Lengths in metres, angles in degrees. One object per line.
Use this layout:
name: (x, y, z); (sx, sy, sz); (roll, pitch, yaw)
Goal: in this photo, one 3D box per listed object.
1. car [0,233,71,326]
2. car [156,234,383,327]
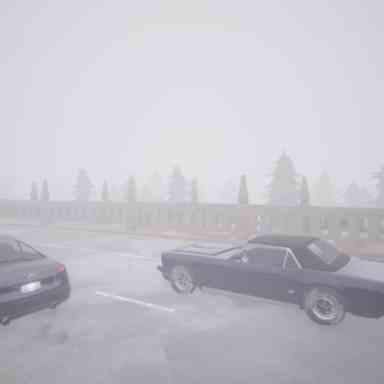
car: (-4.344, 1.519, 6.511); (4.181, 1.385, 1.994); (0, 0, 32)
car: (1.556, 1.561, 6.973); (4.718, 1.301, 1.895); (0, 0, 34)
